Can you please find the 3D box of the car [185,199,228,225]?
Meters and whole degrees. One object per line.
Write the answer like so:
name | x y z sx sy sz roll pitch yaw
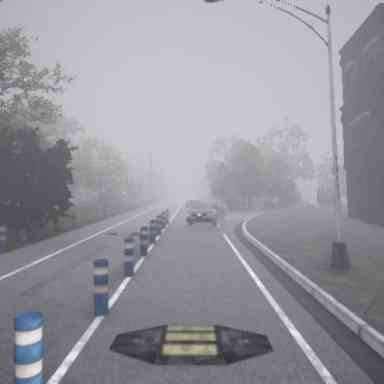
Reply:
car | 1.082 1.369 22.121 2.033 1.411 5.357 -2 1 15

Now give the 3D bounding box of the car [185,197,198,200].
car | 0.102 1.338 41.681 1.812 1.442 4.674 0 0 0
